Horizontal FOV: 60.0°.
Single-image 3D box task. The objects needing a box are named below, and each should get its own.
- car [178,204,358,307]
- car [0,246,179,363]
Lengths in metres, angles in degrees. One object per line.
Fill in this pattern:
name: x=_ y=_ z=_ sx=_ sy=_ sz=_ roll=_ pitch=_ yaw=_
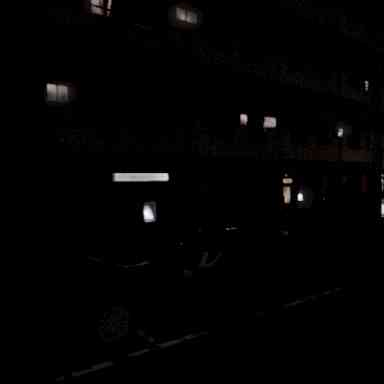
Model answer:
car: x=1.959 y=1.242 z=7.979 sx=5.009 sy=1.841 sz=2.192 roll=-1 pitch=0 yaw=-35
car: x=-2.647 y=1.539 z=4.688 sx=4.507 sy=1.381 sz=1.887 roll=-1 pitch=0 yaw=-35
